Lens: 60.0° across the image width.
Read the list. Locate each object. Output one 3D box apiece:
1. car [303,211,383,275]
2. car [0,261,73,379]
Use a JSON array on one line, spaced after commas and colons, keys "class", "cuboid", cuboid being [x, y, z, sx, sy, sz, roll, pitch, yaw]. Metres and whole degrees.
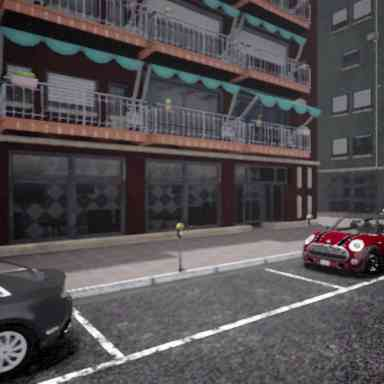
[{"class": "car", "cuboid": [5.296, 1.422, 10.340, 4.097, 1.590, 1.967, 0, 0, -36]}, {"class": "car", "cuboid": [-3.721, 1.553, 3.905, 4.403, 1.369, 2.008, 0, 0, -36]}]
